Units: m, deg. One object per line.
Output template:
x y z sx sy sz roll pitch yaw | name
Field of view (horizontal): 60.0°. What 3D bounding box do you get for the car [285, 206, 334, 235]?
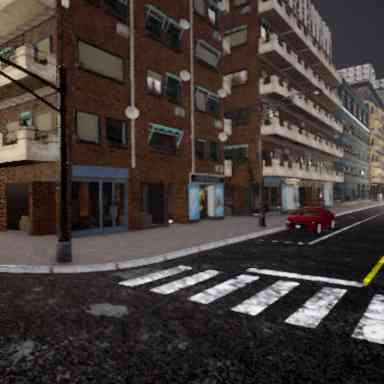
6.751 1.515 18.855 1.887 1.381 4.507 -1 0 36 | car
